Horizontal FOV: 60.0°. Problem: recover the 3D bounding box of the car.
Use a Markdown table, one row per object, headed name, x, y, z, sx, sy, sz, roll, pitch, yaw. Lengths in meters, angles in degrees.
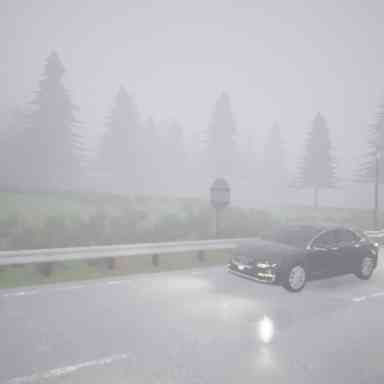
| name | x | y | z | sx | sy | sz | roll | pitch | yaw |
| --- | --- | --- | --- | --- | --- | --- | --- | --- | --- |
| car | 3.231 | 1.635 | 9.278 | 4.892 | 1.490 | 1.837 | 2 | 0 | -32 |
